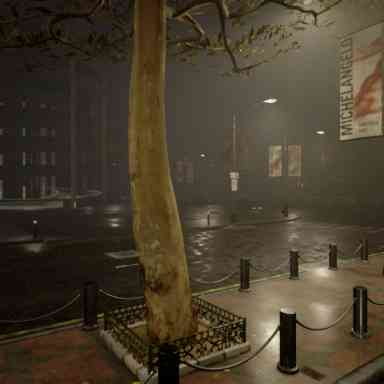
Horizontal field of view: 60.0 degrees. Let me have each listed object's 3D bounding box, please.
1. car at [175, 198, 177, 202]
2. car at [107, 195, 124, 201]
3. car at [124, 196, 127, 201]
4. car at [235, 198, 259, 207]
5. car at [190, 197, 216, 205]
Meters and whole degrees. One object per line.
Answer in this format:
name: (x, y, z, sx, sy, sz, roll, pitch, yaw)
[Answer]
car: (-5.086, 1.478, 65.904, 5.008, 1.535, 1.882, 0, 0, 41)
car: (-19.016, 1.474, 77.398, 4.674, 1.442, 1.812, 0, 0, 12)
car: (-18.057, 1.464, 80.764, 4.674, 1.442, 1.812, 0, 0, 12)
car: (8.018, 1.564, 49.571, 1.994, 1.385, 4.181, 0, 0, -35)
car: (1.868, 1.547, 58.035, 2.033, 1.411, 5.357, 0, 0, -38)
